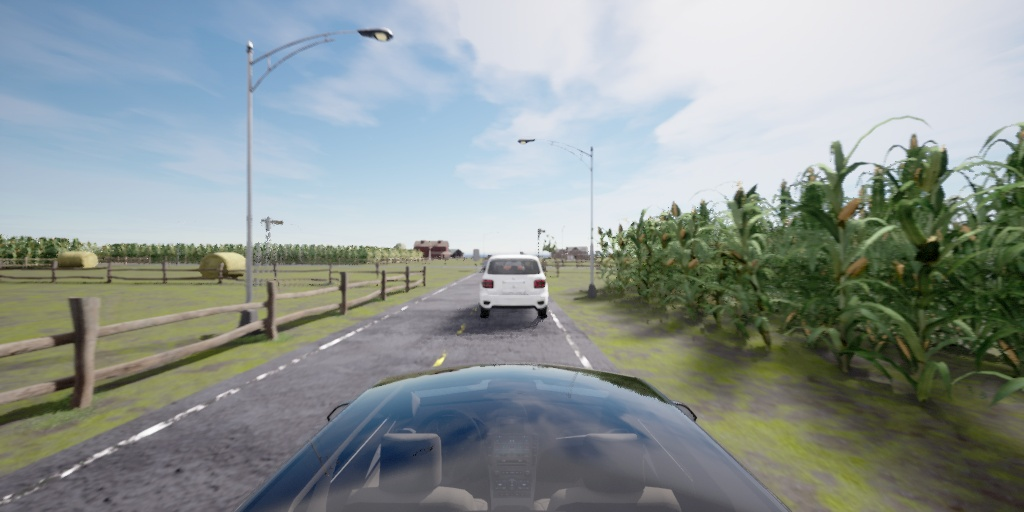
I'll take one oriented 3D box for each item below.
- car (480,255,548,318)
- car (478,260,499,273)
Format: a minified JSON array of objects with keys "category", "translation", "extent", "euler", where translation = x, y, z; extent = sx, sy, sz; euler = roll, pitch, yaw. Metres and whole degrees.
[{"category":"car","translation":[0.069,0.977,13.207],"extent":[2.150,2.045,5.566],"euler":[0,0,0]},{"category":"car","translation":[-2.803,1.258,43.832],"extent":[2.128,1.511,4.902],"euler":[0,0,0]}]
